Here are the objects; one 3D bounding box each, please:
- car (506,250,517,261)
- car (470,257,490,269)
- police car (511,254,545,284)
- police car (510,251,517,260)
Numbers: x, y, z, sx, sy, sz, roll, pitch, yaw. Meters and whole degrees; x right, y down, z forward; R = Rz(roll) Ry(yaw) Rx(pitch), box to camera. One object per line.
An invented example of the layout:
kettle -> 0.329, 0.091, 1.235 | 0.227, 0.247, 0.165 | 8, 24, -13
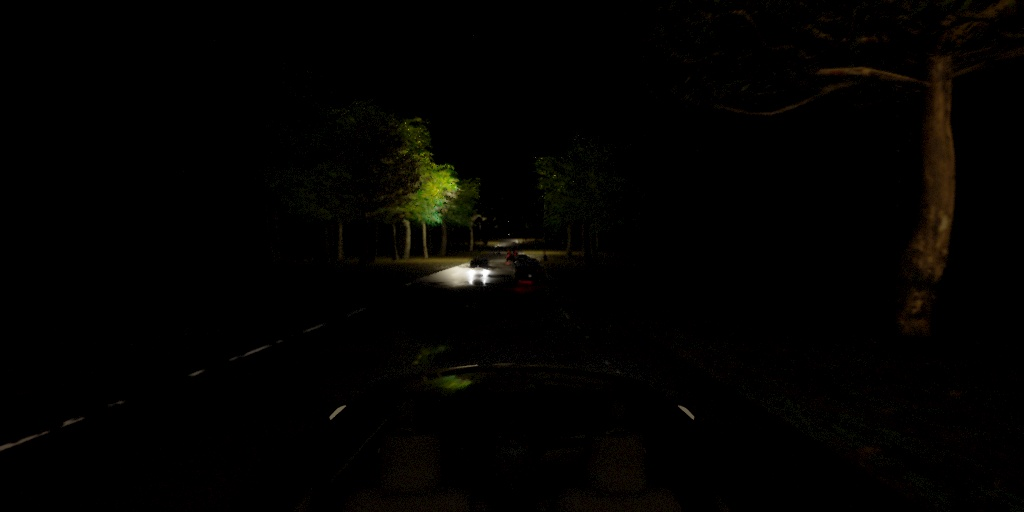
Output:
car -> 0.001, 0.144, 60.146 | 1.812, 1.442, 4.674 | 0, 2, 0
car -> -3.573, 0.736, 40.017 | 1.895, 1.301, 4.718 | 0, 1, 0
police car -> 1.047, 0.898, 23.503 | 1.930, 1.638, 5.238 | 0, 1, 0
police car -> 1.045, 0.573, 39.500 | 1.930, 1.638, 5.238 | 0, 1, 0
